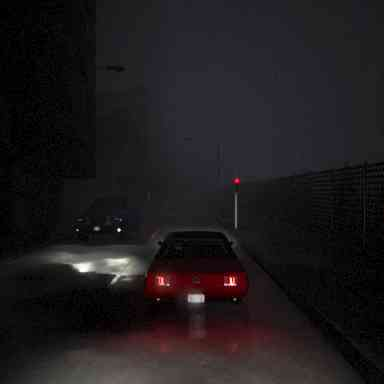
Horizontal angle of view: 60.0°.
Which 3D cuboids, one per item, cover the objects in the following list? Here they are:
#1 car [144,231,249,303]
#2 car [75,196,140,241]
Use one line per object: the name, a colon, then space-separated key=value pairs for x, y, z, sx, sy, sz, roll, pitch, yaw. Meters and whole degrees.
car: x=0.089 y=1.601 z=8.123 sx=1.895 sy=1.301 sz=4.718 roll=0 pitch=0 yaw=0
car: x=-4.038 y=1.223 z=16.947 sx=2.150 sy=2.045 sz=5.566 roll=0 pitch=0 yaw=0
